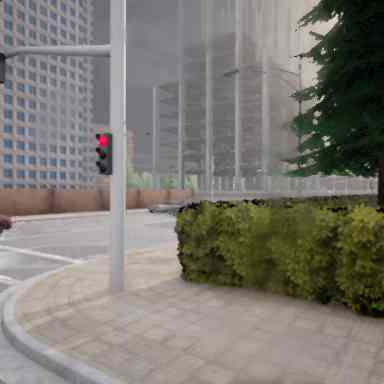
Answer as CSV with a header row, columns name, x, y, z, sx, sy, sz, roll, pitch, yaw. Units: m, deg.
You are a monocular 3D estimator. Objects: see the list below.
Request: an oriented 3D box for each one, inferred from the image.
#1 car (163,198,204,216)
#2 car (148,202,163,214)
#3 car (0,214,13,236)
name,x,y,z,sx,sy,sz,roll,pitch,yaw
car,-0.234,1.359,31.506,2.097,1.767,4.553,0,0,36
car,-2.411,1.597,34.480,1.895,1.301,4.718,0,0,36
car,-11.140,1.532,15.944,1.812,1.442,4.674,0,0,33
